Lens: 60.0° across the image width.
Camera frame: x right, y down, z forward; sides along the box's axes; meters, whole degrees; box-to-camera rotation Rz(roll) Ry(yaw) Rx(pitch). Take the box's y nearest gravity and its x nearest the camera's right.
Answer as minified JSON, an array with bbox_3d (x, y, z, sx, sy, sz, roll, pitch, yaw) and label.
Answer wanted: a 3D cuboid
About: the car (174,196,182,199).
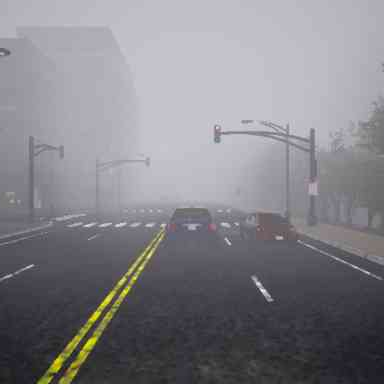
[{"bbox_3d":[-3.251,1.589,78.396,1.994,1.385,4.181,0,0,0],"label":"car"}]

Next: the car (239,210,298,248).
[{"bbox_3d":[3.250,1.534,14.650,1.812,1.442,4.674,0,0,0],"label":"car"}]

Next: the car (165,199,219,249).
[{"bbox_3d":[0.000,1.368,14.621,2.097,1.767,4.553,0,0,0],"label":"car"}]

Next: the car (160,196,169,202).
[{"bbox_3d":[-6.501,1.561,78.396,1.812,1.442,4.674,0,0,0],"label":"car"}]
